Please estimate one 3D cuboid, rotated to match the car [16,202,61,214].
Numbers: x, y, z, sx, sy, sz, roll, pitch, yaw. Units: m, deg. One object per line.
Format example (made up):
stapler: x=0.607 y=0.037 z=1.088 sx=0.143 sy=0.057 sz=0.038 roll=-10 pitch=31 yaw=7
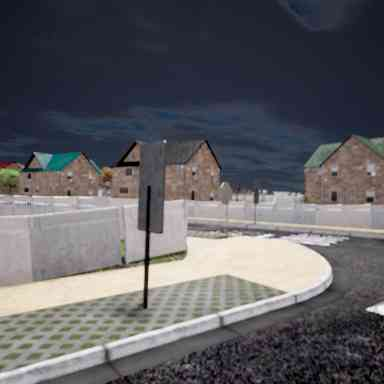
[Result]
car: x=-12.530 y=1.275 z=27.027 sx=4.718 sy=1.301 sz=1.895 roll=1 pitch=-2 yaw=36
